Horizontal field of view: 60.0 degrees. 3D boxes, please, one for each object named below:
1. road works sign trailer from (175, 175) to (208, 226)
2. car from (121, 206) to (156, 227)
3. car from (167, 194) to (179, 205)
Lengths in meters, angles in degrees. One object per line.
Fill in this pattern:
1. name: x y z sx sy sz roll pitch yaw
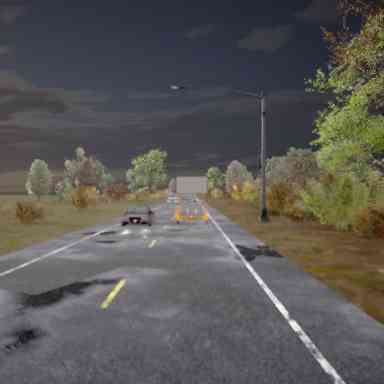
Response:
1. road works sign trailer: -0.010 0.550 24.226 2.380 3.560 2.880 0 0 0
2. car: -3.607 1.646 23.065 1.994 1.385 4.181 0 0 0
3. car: -3.542 1.406 64.036 2.150 2.045 5.566 0 0 0
